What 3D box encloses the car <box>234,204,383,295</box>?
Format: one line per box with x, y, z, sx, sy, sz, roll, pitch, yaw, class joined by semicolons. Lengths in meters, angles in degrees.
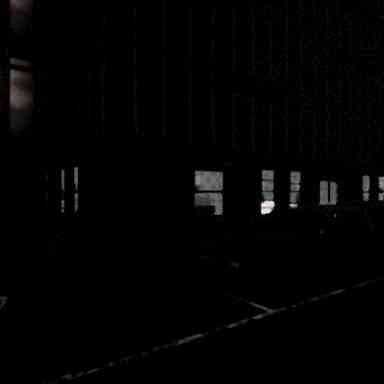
3.003;1.294;8.876;5.009;1.841;2.192;0;0;-35;car

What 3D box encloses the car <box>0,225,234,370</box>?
-1.522;1.435;5.649;4.097;1.590;1.967;0;0;-35;car
